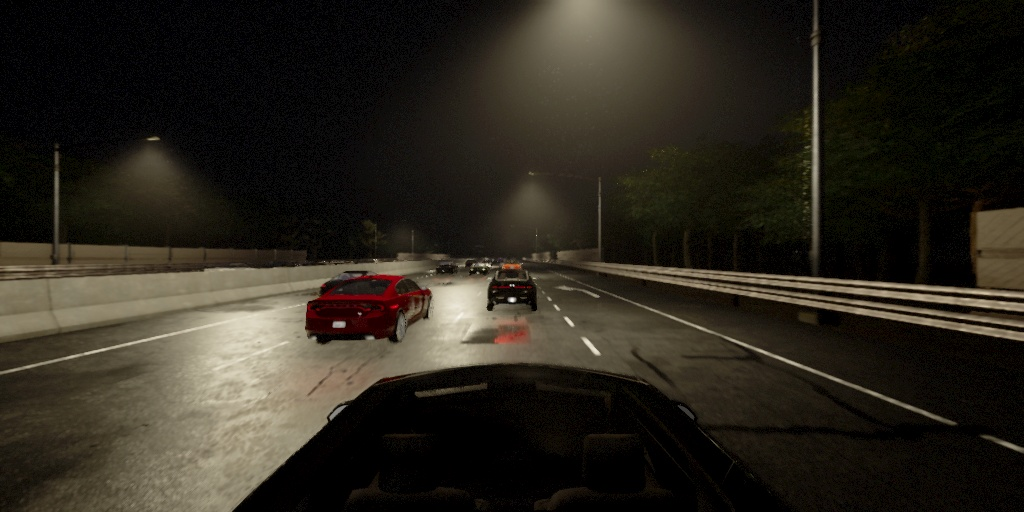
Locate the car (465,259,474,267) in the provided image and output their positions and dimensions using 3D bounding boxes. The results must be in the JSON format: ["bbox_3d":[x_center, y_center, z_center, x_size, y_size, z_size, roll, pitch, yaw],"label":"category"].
[{"bbox_3d":[-6.987,1.325,62.823,1.882,1.535,5.008,0,0,0],"label":"car"}]

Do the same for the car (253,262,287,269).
[{"bbox_3d":[-24.561,1.358,37.966,1.812,1.442,4.674,0,0,0],"label":"car"}]

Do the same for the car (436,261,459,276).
[{"bbox_3d":[-6.991,1.323,38.955,2.128,1.511,4.902,0,0,0],"label":"car"}]

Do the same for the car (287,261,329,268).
[{"bbox_3d":[-21.075,1.337,37.889,1.837,1.490,4.892,0,0,0],"label":"car"}]

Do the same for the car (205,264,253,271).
[{"bbox_3d":[-28.070,1.430,35.938,1.895,1.301,4.718,0,0,0],"label":"car"}]

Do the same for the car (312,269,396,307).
[{"bbox_3d":[-6.997,1.343,16.455,1.994,1.385,4.181,0,0,0],"label":"car"}]

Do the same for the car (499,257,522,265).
[{"bbox_3d":[0.008,1.182,38.895,2.097,1.767,4.553,0,0,0],"label":"car"}]

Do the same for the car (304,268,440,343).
[{"bbox_3d":[-3.499,1.241,9.727,1.882,1.535,5.008,0,0,0],"label":"car"}]

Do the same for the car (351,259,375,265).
[{"bbox_3d":[-17.559,1.189,42.154,2.097,1.767,4.553,0,0,0],"label":"car"}]

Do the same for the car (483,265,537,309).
[{"bbox_3d":[0.003,1.280,14.962,1.837,1.490,4.892,0,0,0],"label":"car"}]

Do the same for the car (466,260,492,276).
[{"bbox_3d":[-3.492,1.432,38.966,1.895,1.301,4.718,0,0,0],"label":"car"}]
